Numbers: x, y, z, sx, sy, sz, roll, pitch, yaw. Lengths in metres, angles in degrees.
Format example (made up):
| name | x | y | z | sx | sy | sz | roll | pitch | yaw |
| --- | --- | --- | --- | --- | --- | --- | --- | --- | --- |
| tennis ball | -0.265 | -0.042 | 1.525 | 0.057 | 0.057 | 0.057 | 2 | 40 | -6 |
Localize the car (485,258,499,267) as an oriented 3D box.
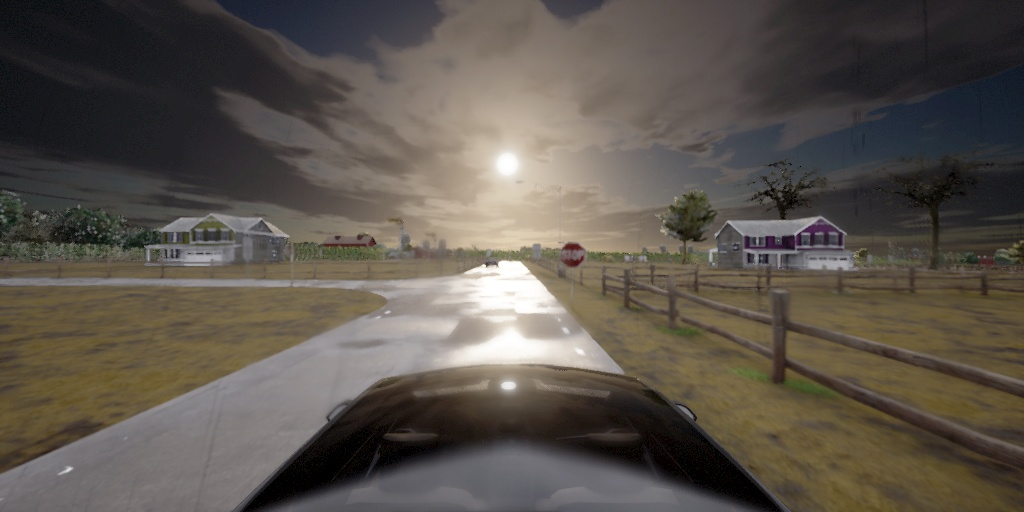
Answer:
| name | x | y | z | sx | sy | sz | roll | pitch | yaw |
| --- | --- | --- | --- | --- | --- | --- | --- | --- | --- |
| car | -2.744 | 0.887 | 49.729 | 1.895 | 1.301 | 4.718 | 0 | 1 | 0 |
